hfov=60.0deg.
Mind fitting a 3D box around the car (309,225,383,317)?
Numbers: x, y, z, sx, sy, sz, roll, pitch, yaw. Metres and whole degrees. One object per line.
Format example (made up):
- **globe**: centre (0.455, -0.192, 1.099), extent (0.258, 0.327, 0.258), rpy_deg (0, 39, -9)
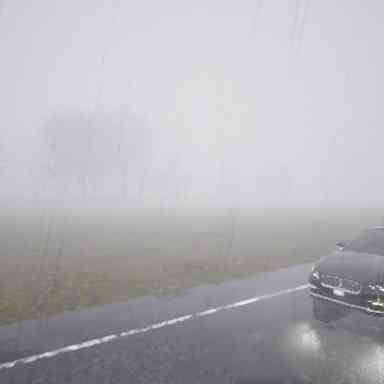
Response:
- **car**: centre (4.548, 1.514, 7.234), extent (4.892, 1.490, 1.837), rpy_deg (0, 0, -35)
